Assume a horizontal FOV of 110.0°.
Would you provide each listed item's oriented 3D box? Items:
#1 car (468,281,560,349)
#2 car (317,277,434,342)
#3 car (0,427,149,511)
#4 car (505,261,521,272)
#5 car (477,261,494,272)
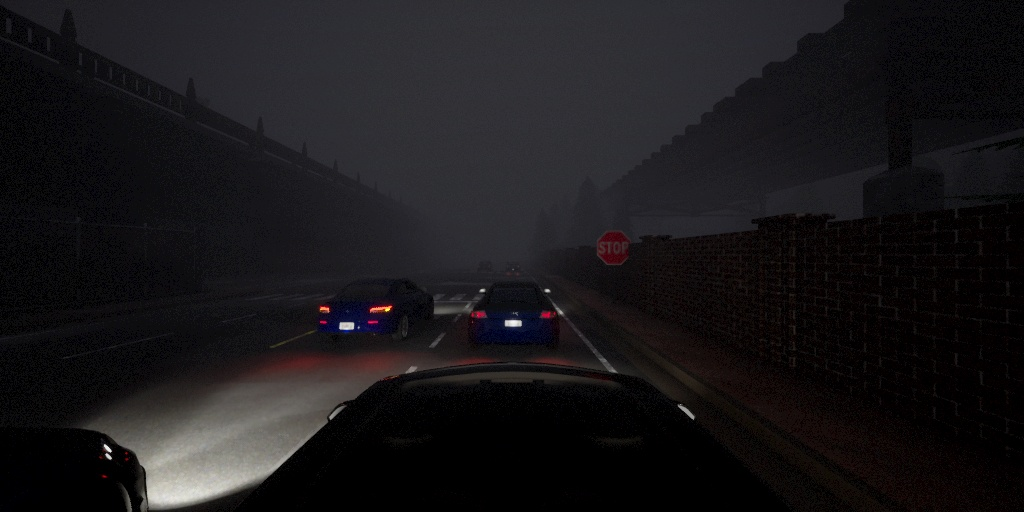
[{"bbox_3d":[0.070,1.314,9.169,1.994,1.385,4.181,0,0,1],"label":"car"},{"bbox_3d":[-3.411,1.276,9.691,1.812,1.442,4.674,0,0,0],"label":"car"},{"bbox_3d":[-3.398,1.314,0.595,1.994,1.385,4.181,0,0,0],"label":"car"},{"bbox_3d":[0.104,1.351,45.987,1.895,1.301,4.718,0,0,-1],"label":"car"},{"bbox_3d":[-3.391,1.297,45.828,2.033,1.411,5.357,0,0,-1],"label":"car"}]
